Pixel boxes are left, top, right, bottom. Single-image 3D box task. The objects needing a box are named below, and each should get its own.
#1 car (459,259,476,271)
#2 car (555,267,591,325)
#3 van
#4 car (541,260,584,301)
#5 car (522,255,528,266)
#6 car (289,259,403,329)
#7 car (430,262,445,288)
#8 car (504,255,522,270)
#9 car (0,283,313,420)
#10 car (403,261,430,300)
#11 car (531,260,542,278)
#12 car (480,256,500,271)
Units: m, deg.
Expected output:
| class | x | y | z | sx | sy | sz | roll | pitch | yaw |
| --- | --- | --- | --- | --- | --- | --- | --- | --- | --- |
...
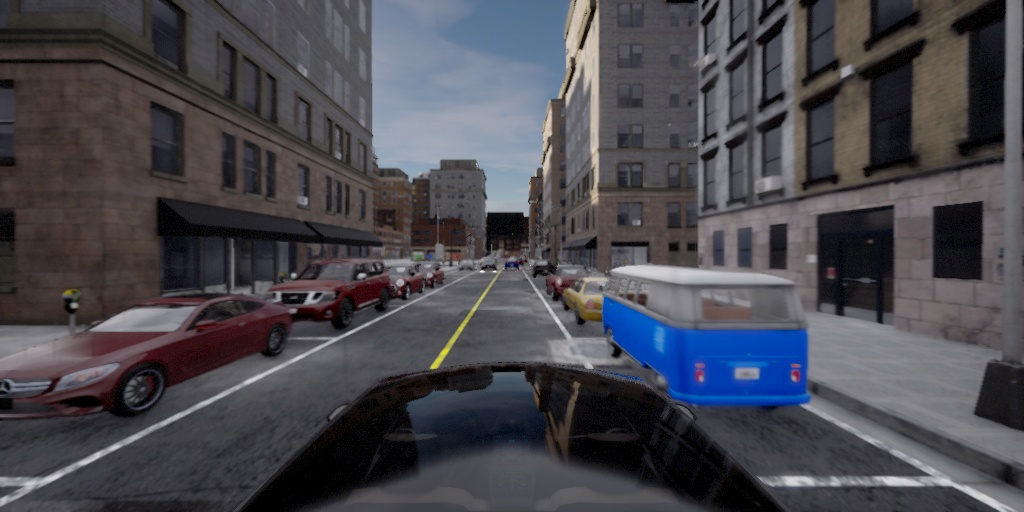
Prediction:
| class | x | y | z | sx | sy | sz | roll | pitch | yaw |
| --- | --- | --- | --- | --- | --- | --- | --- | --- | --- |
| car | -5.400 | 1.083 | 43.734 | 2.007 | 1.370 | 4.403 | 0 | 0 | 0 |
| car | 2.635 | 1.226 | 11.451 | 1.751 | 1.417 | 4.829 | 0 | 0 | 0 |
| van | 2.636 | 1.069 | 5.872 | 1.690 | 1.789 | 3.998 | 0 | 0 | 0 |
| car | 2.633 | 1.112 | 16.690 | 1.967 | 1.591 | 4.097 | 0 | 0 | 0 |
| car | 0.379 | 0.794 | 61.970 | 2.097 | 1.767 | 4.553 | 0 | 0 | -23 |
| car | -5.390 | 1.014 | 11.279 | 2.192 | 1.841 | 5.009 | 0 | 0 | 0 |
| car | -5.394 | 1.083 | 22.097 | 1.967 | 1.591 | 4.097 | 0 | 0 | 0 |
| car | 0.007 | 0.988 | 48.166 | 1.882 | 1.535 | 5.008 | 0 | 1 | 0 |
| car | -5.389 | 1.310 | 5.870 | 1.802 | 1.307 | 4.207 | 0 | 0 | 0 |
| car | -5.392 | 1.111 | 16.688 | 1.967 | 1.591 | 4.097 | 0 | 0 | 0 |
| car | 2.741 | 1.074 | 31.609 | 1.882 | 1.535 | 5.008 | 0 | 0 | 0 |
| car | -2.788 | 1.035 | 44.763 | 1.837 | 1.490 | 4.892 | 0 | 0 | 1 |
